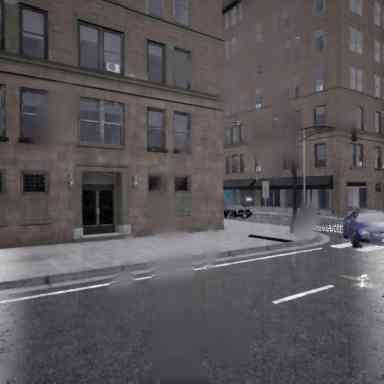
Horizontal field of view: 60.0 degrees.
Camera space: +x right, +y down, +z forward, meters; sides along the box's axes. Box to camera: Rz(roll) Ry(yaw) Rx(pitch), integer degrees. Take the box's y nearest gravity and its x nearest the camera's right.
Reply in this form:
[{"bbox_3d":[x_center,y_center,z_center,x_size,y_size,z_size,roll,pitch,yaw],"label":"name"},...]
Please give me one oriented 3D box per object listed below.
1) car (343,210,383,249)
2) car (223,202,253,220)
[{"bbox_3d":[7.759,1.519,14.376,1.812,1.442,4.674,1,0,16],"label":"car"},{"bbox_3d":[2.795,1.525,27.365,1.895,1.301,4.718,-1,1,-35],"label":"car"}]
